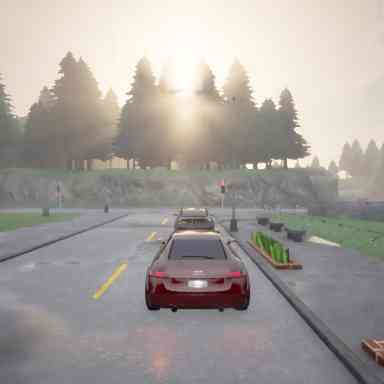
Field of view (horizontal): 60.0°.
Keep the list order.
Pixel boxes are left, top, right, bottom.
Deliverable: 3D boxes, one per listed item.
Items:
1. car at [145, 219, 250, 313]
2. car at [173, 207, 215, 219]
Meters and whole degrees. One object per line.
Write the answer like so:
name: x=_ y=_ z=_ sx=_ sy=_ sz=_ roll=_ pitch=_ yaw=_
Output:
car: x=0.103 y=1.564 z=7.774 sx=1.994 sy=1.385 sz=4.181 roll=0 pitch=0 yaw=0
car: x=0.105 y=1.505 z=16.686 sx=1.837 sy=1.490 sz=4.892 roll=0 pitch=0 yaw=0
